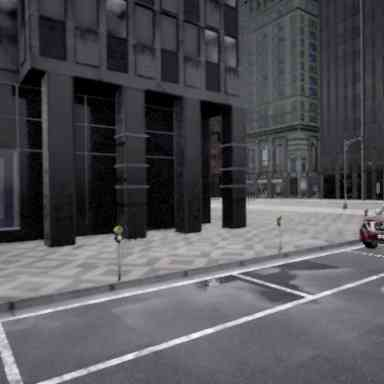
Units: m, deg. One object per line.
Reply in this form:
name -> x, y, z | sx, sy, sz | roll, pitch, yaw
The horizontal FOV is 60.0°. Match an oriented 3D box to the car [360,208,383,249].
car -> 8.488, 1.166, 12.718 | 5.009, 1.841, 2.192 | -1, 0, -36
